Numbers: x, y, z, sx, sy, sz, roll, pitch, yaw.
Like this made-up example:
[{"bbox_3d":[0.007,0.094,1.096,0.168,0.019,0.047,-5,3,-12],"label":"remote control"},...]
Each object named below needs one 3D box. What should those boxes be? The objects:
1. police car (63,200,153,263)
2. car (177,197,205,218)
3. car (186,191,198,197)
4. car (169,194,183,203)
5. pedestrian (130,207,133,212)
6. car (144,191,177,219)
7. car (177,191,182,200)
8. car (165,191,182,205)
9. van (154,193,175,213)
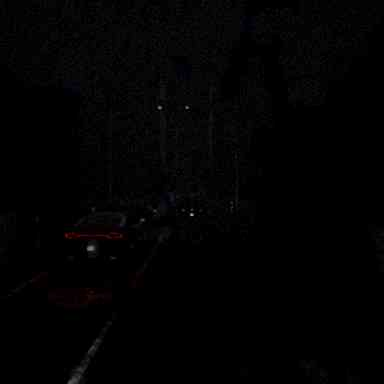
[{"bbox_3d":[-2.747,1.297,11.630,1.930,1.638,5.238,0,1,0],"label":"police car"},{"bbox_3d":[0.009,1.334,26.555,1.895,1.301,4.718,0,1,0],"label":"car"},{"bbox_3d":[0.015,1.041,44.663,1.882,1.535,5.008,0,0,0],"label":"car"},{"bbox_3d":[-2.622,1.028,54.500,2.008,1.369,4.403,0,0,0],"label":"car"},{"bbox_3d":[-2.746,1.191,14.643,0.500,1.100,0.500,0,0,0],"label":"pedestrian"},{"bbox_3d":[-2.626,1.037,26.430,2.192,1.841,5.009,0,1,0],"label":"car"},{"bbox_3d":[-2.625,0.934,37.657,2.192,1.841,5.009,0,1,0],"label":"car"},{"bbox_3d":[-2.623,0.838,48.884,2.192,1.841,5.009,0,0,0],"label":"car"},{"bbox_3d":[-2.625,1.011,32.044,1.690,1.788,3.998,0,1,0],"label":"van"}]
